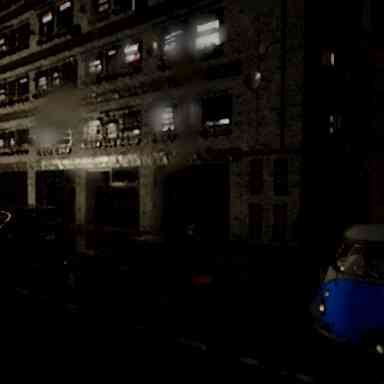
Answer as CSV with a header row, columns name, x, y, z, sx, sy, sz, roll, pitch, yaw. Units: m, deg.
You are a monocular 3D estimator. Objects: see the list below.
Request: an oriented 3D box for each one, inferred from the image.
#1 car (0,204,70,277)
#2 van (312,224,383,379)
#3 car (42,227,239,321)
name,x,y,z,sx,sy,sz,roll,pitch,yaw
car,-5.764,1.302,10.225,5.009,1.841,2.192,0,1,34
van,3.633,1.342,3.900,3.998,1.788,1.690,0,1,34
car,-1.063,1.576,7.065,4.206,1.307,1.802,0,1,34
